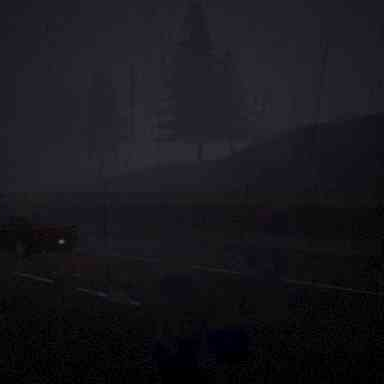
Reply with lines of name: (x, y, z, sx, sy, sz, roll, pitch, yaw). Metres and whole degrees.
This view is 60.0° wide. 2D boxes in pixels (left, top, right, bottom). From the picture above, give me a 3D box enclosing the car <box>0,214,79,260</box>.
car: (-6.528, 1.601, 13.074, 5.008, 1.535, 1.882, -1, 0, 37)
